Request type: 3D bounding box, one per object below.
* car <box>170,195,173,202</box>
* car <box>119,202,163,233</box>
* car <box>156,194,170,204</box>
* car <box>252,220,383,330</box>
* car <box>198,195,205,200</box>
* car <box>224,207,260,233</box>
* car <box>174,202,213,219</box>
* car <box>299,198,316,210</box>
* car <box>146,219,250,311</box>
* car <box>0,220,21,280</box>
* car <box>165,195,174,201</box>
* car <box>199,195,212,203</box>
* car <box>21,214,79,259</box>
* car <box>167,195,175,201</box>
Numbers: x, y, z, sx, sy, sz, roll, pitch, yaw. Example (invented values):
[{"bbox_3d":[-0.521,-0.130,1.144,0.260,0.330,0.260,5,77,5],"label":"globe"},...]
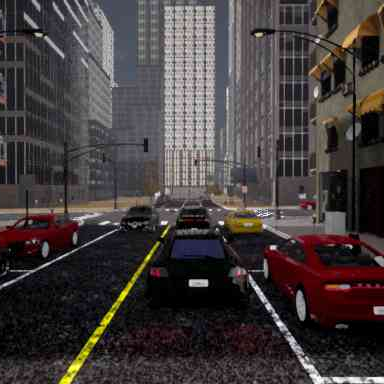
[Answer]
[{"bbox_3d":[-5.661,1.307,67.079,2.192,1.841,5.009,-1,0,0],"label":"car"},{"bbox_3d":[-2.989,1.556,19.725,1.837,1.490,4.892,0,0,0],"label":"car"},{"bbox_3d":[-5.662,1.537,61.519,1.887,1.381,4.507,-1,0,0],"label":"car"},{"bbox_3d":[2.686,1.543,6.940,1.887,1.381,4.507,-1,0,0],"label":"car"},{"bbox_3d":[2.738,1.574,94.870,1.802,1.307,4.206,-1,0,0],"label":"car"},{"bbox_3d":[2.692,1.522,18.156,1.752,1.417,4.829,-1,0,0],"label":"car"},{"bbox_3d":[0.087,1.501,17.807,1.837,1.490,4.892,0,0,-1],"label":"car"},{"bbox_3d":[14.273,1.253,37.104,4.507,1.381,1.887,-1,1,0],"label":"car"},{"bbox_3d":[0.107,1.562,7.823,1.994,1.385,4.181,0,0,0],"label":"car"},{"bbox_3d":[-5.696,1.439,6.958,1.967,1.590,4.097,-1,0,0],"label":"car"},{"bbox_3d":[-5.650,1.518,83.587,1.752,1.417,4.829,-1,0,0],"label":"car"},{"bbox_3d":[2.716,1.432,61.512,1.967,1.590,4.097,-1,0,0],"label":"car"},{"bbox_3d":[-5.692,1.542,12.482,1.887,1.381,4.507,-1,0,0],"label":"car"},{"bbox_3d":[-5.646,1.537,89.316,1.887,1.381,4.507,-1,0,0],"label":"car"}]
